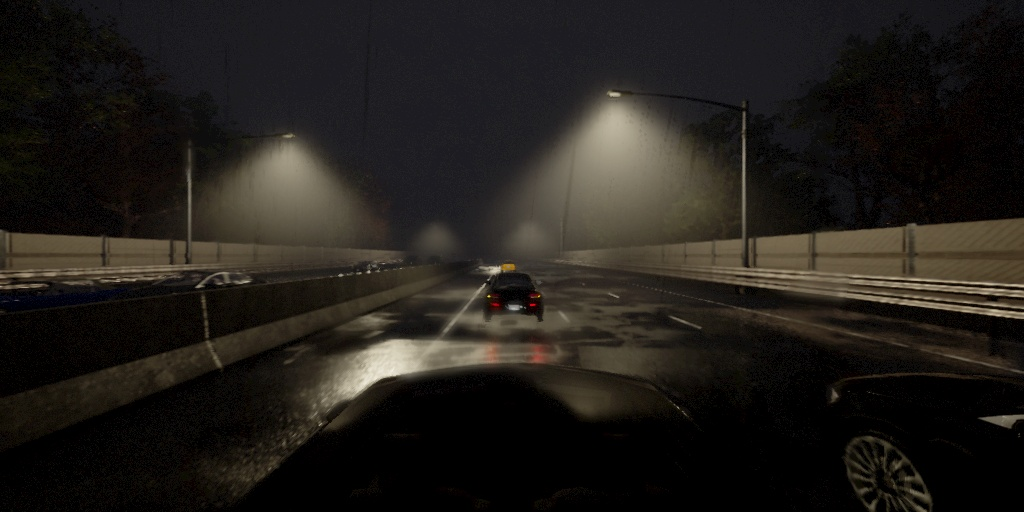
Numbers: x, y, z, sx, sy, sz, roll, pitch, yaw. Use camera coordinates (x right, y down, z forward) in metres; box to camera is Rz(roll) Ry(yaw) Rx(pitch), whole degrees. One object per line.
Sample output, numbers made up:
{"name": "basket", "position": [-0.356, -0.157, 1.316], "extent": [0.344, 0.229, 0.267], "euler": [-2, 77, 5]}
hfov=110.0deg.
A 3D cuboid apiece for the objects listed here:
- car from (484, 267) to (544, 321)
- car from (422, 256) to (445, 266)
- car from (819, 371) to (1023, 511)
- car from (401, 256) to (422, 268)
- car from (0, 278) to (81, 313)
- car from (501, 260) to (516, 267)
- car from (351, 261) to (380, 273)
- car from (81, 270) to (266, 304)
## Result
{"name": "car", "position": [0.056, 1.279, 12.349], "extent": [1.812, 1.442, 4.674], "euler": [0, 0, 0]}
{"name": "car", "position": [-11.348, 0.989, 53.470], "extent": [2.150, 2.045, 5.566], "euler": [0, 0, -1]}
{"name": "car", "position": [3.592, 1.240, 1.114], "extent": [2.128, 1.511, 4.902], "euler": [0, 0, 0]}
{"name": "car", "position": [-14.843, 0.986, 53.636], "extent": [2.150, 2.045, 5.566], "euler": [0, 0, -1]}
{"name": "car", "position": [-14.133, 1.357, 10.714], "extent": [1.895, 1.301, 4.718], "euler": [0, 0, 0]}
{"name": "car", "position": [-0.438, 1.222, 44.583], "extent": [1.801, 1.575, 5.366], "euler": [0, 0, -1]}
{"name": "car", "position": [-18.131, 1.311, 44.717], "extent": [2.033, 1.411, 5.357], "euler": [0, 0, -1]}
{"name": "car", "position": [-10.643, 1.248, 12.240], "extent": [2.128, 1.511, 4.902], "euler": [0, 0, 0]}
